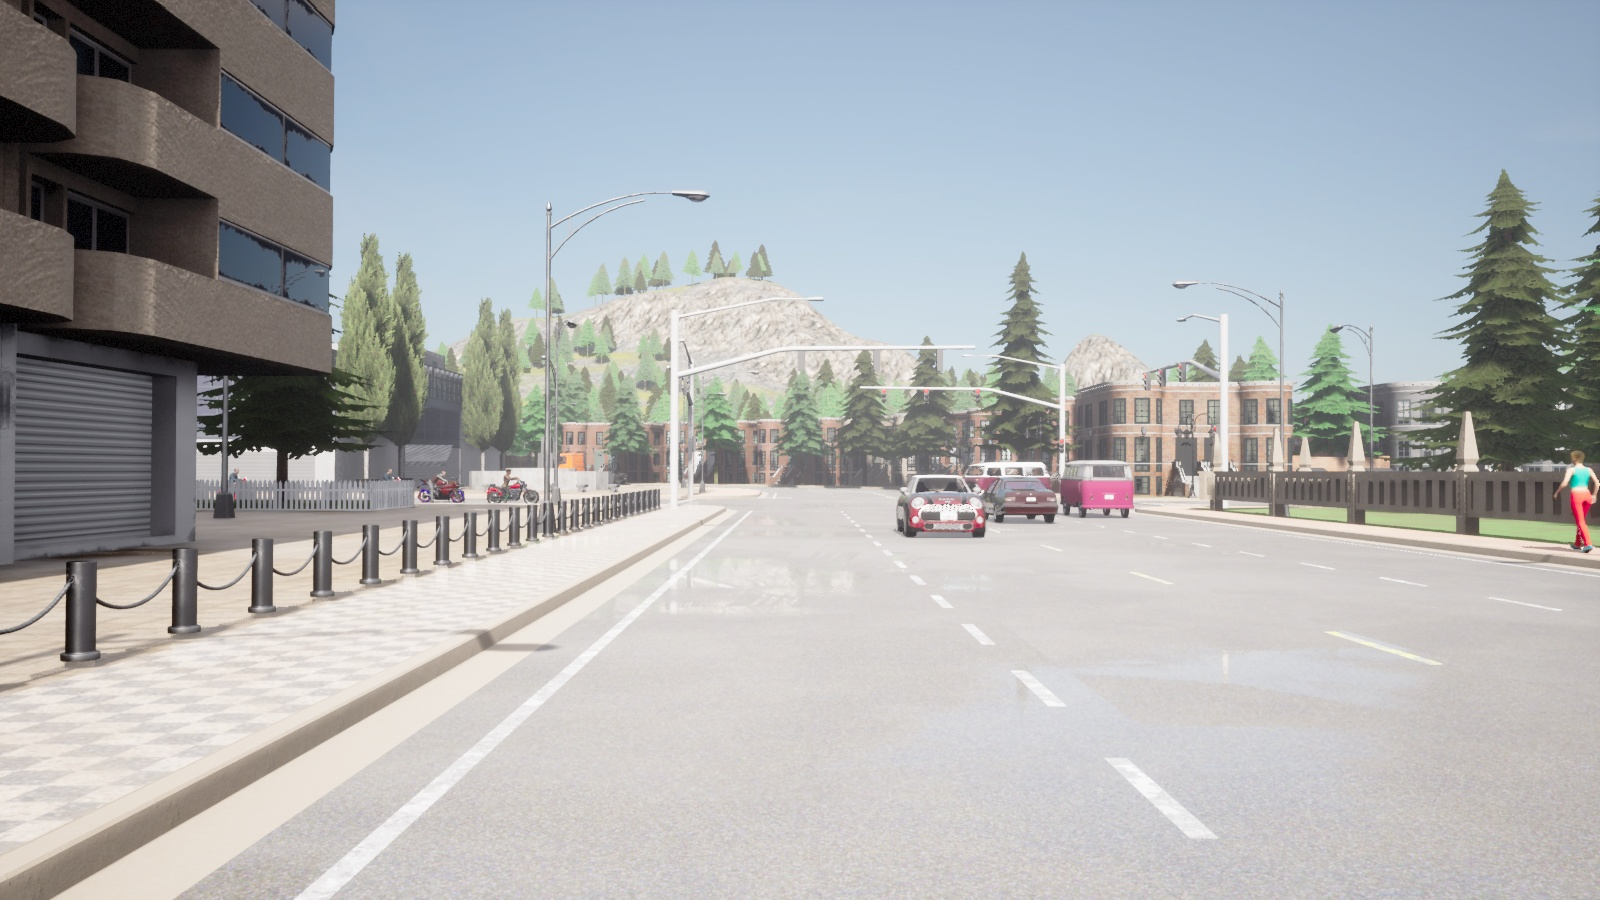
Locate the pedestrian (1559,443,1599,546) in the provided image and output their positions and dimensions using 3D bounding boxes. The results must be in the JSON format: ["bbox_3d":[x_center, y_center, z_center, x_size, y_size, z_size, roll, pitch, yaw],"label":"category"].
[{"bbox_3d":[14.069,0.796,22.653,0.345,1.836,0.594,0,-1,-2],"label":"pedestrian"}]

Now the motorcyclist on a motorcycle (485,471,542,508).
[{"bbox_3d":[-12.683,1.747,55.582,2.350,1.649,0.766,0,-1,0],"label":"motorcyclist on a motorcycle"}]

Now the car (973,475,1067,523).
[{"bbox_3d":[6.898,1.504,39.958,2.033,1.411,5.357,0,-1,0],"label":"car"}]

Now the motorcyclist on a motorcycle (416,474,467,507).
[{"bbox_3d":[-16.851,1.906,59.067,2.191,1.530,0.866,0,-1,0],"label":"motorcyclist on a motorcycle"}]

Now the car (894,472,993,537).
[{"bbox_3d":[3.422,1.281,30.702,1.970,1.475,3.806,0,-1,0],"label":"car"}]

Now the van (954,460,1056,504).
[{"bbox_3d":[9.872,1.510,60.401,4.480,2.038,2.069,0,-2,-27],"label":"van"}]

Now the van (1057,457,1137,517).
[{"bbox_3d":[10.387,1.266,44.219,1.775,1.987,4.442,0,-1,0],"label":"van"}]
